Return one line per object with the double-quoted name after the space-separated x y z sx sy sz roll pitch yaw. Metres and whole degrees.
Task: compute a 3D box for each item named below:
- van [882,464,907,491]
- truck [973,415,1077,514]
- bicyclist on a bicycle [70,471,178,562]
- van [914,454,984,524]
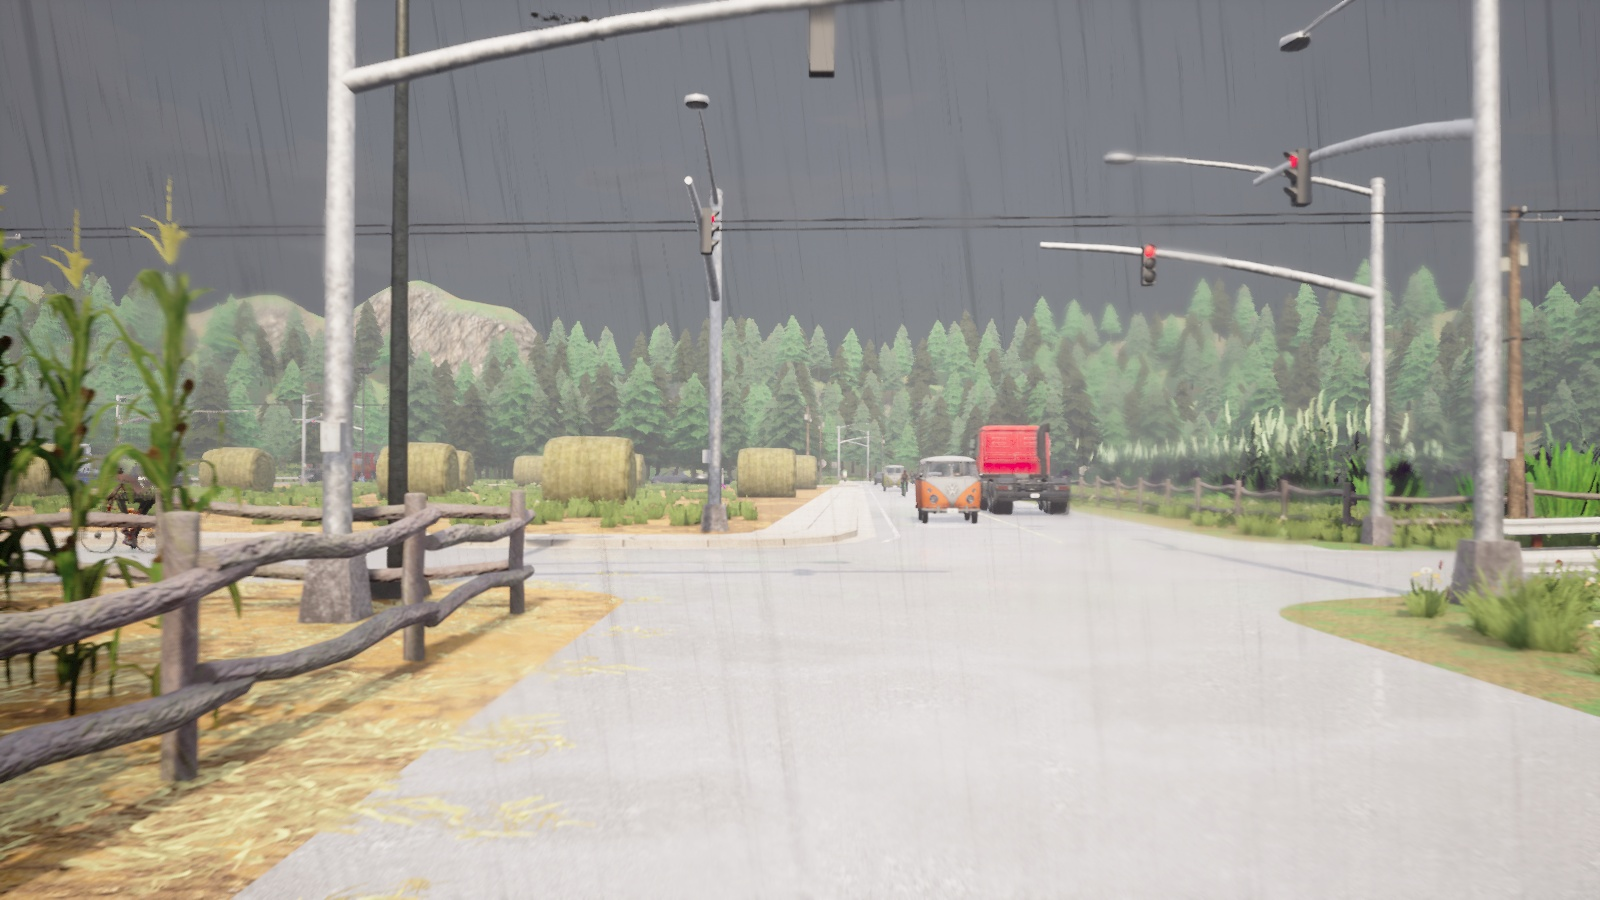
7.173 2.106 95.620 1.775 1.987 4.442 0 -1 3 "van"
8.439 0.570 48.099 2.891 3.462 7.936 0 -1 3 "truck"
-12.311 1.201 22.901 1.656 1.620 0.582 -1 -1 0 "bicyclist on a bicycle"
4.473 1.154 38.234 1.775 1.987 4.442 0 -1 3 "van"
